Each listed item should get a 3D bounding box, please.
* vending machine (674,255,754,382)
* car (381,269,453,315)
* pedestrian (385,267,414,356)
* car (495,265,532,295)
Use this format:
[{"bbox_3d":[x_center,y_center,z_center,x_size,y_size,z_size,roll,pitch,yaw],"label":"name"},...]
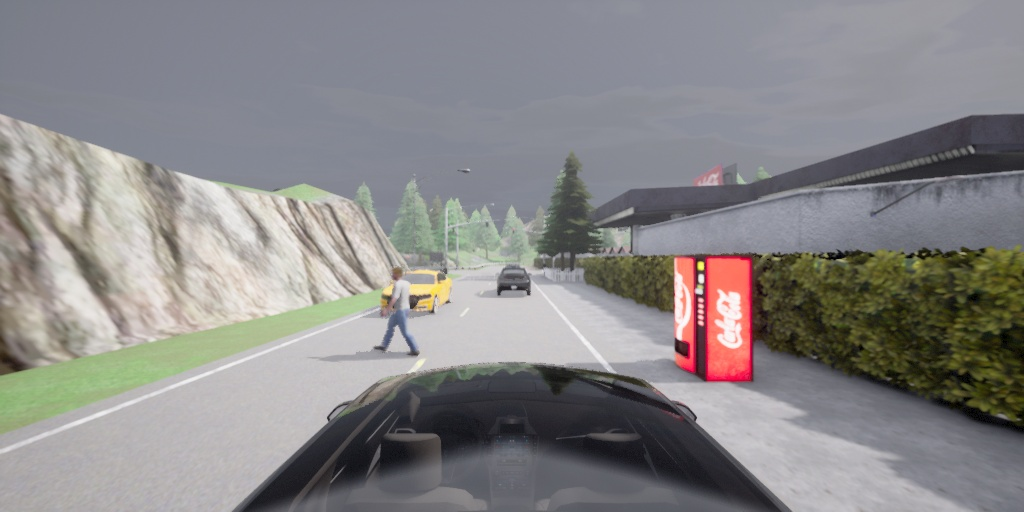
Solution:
[{"bbox_3d":[3.500,0.980,6.318,1.100,2.100,0.880,0,0,0],"label":"vending machine"},{"bbox_3d":[-3.598,1.321,14.298,1.882,1.535,5.008,0,0,0],"label":"car"},{"bbox_3d":[-2.273,1.085,7.256,0.375,1.860,0.375,0,0,0],"label":"pedestrian"},{"bbox_3d":[0.104,1.398,20.927,1.837,1.490,4.892,0,-1,0],"label":"car"}]
